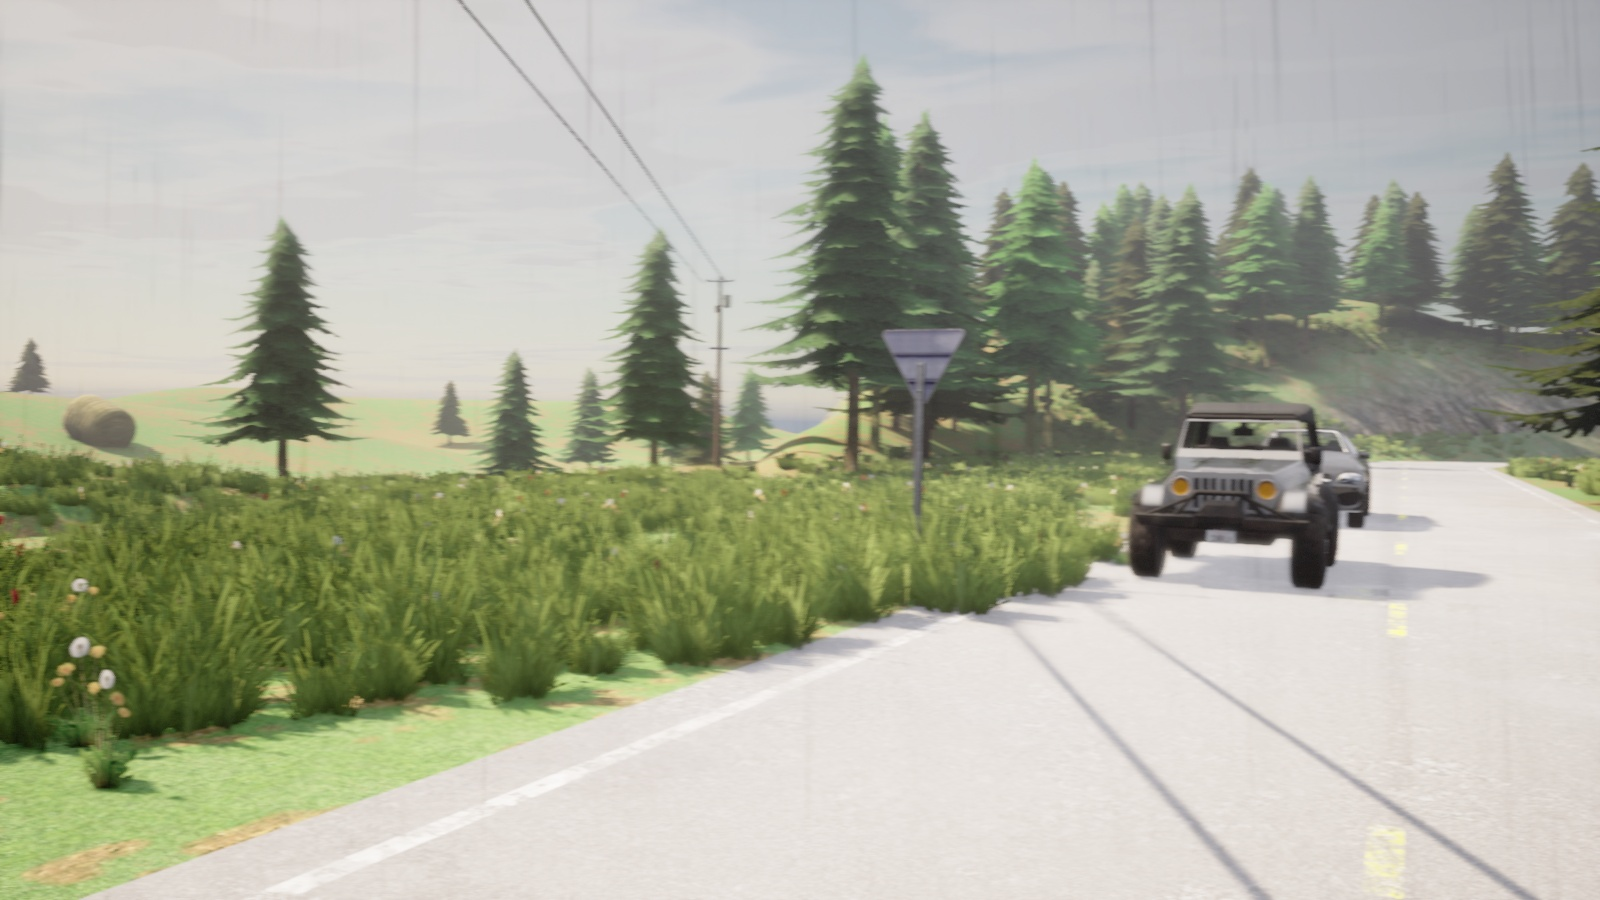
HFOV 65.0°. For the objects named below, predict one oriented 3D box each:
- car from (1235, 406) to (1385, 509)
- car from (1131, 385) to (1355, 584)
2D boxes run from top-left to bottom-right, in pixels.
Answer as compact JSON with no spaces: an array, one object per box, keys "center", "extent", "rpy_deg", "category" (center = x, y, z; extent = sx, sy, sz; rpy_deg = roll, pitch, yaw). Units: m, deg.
[{"center":[9.318,0.059,22.699],"extent":[2.152,1.651,5.027],"rpy_deg":[1,1,26],"category":"car"},{"center":[5.045,0.280,13.969],"extent":[1.905,1.878,3.866],"rpy_deg":[1,1,26],"category":"car"}]
